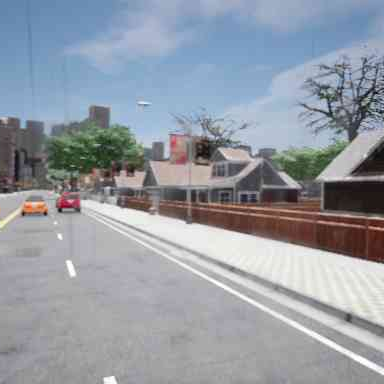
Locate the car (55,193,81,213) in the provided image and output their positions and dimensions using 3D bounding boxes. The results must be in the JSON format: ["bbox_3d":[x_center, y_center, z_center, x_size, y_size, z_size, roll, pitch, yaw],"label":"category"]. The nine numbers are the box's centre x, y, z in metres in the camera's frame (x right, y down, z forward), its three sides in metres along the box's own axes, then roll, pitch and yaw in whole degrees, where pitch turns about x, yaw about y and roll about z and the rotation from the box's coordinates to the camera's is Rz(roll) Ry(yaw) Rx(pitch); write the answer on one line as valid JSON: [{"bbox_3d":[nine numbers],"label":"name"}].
[{"bbox_3d":[-13.202,1.109,35.766,2.150,2.045,5.566,1,0,-24],"label":"car"}]

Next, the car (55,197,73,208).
[{"bbox_3d":[-17.541,1.387,45.364,2.033,1.411,5.357,1,0,-24],"label":"car"}]

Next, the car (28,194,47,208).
[{"bbox_3d":[-20.410,1.141,44.056,2.097,1.767,4.553,1,0,-24],"label":"car"}]

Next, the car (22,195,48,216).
[{"bbox_3d":[-14.634,1.205,31.036,2.097,1.767,4.553,1,0,-24],"label":"car"}]
